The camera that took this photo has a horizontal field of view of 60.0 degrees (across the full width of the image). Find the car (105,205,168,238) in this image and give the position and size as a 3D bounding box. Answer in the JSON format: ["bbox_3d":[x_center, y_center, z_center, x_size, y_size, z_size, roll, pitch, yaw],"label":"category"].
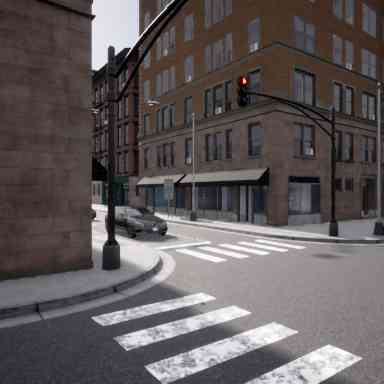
[{"bbox_3d":[-3.048,1.436,17.282,1.812,1.442,4.674,0,0,-35],"label":"car"}]

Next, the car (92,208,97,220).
[{"bbox_3d":[-9.081,1.394,25.741,2.033,1.411,5.357,0,0,-36],"label":"car"}]
